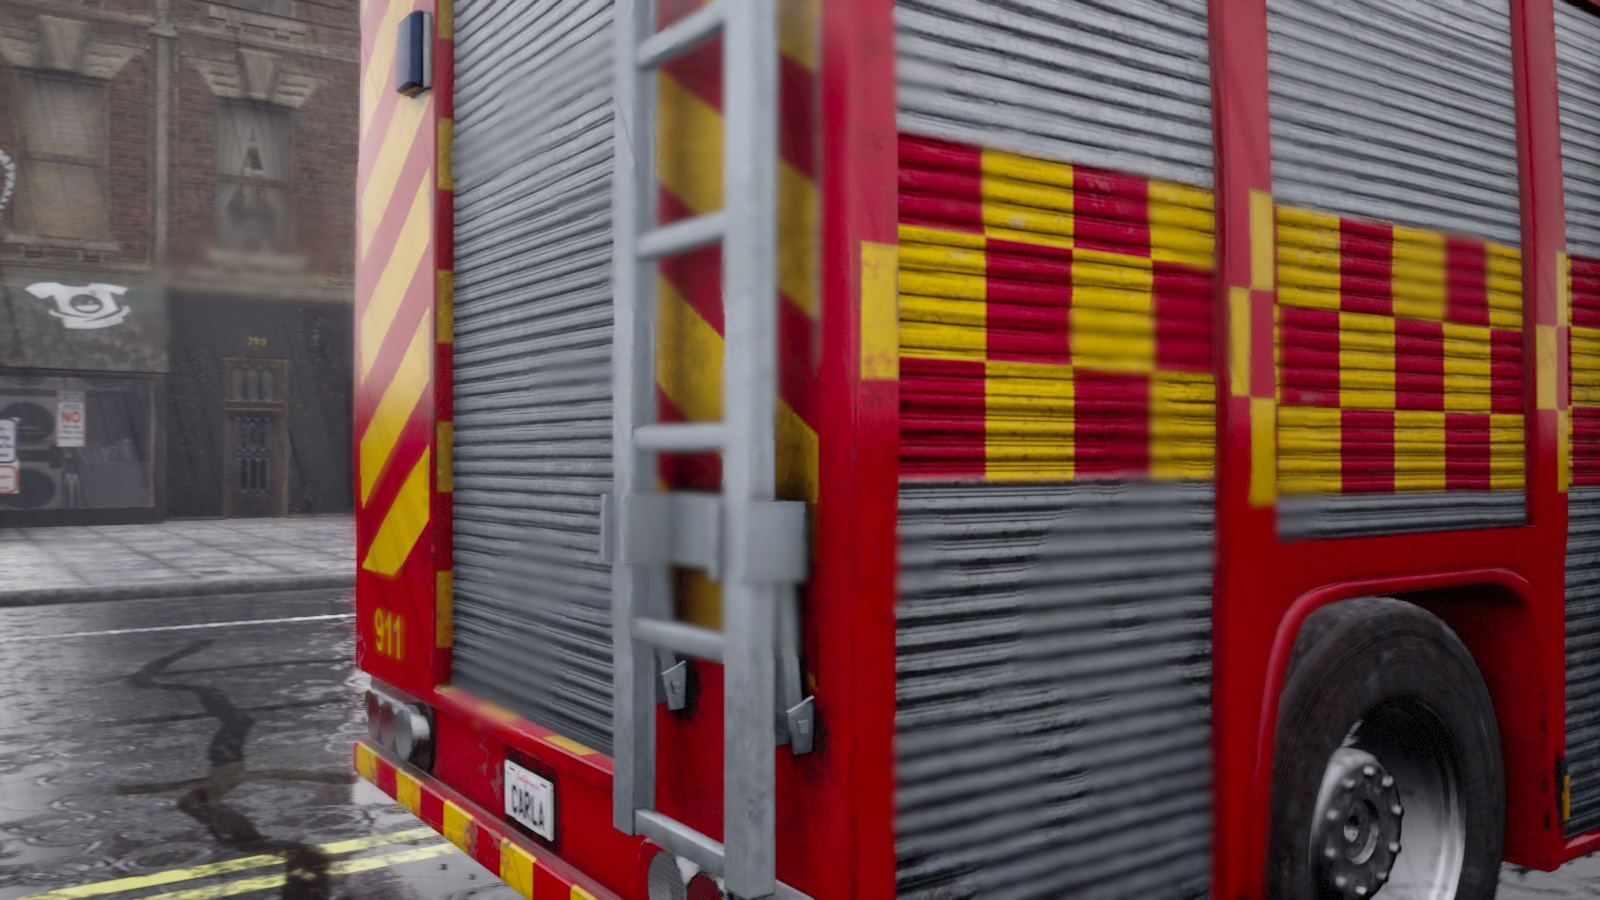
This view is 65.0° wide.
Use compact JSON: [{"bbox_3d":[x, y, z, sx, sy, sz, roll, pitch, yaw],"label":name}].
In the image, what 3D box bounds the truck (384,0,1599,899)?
[{"bbox_3d":[2.843,-0.412,5.642,8.468,3.827,2.891,0,0,-35],"label":"truck"}]
